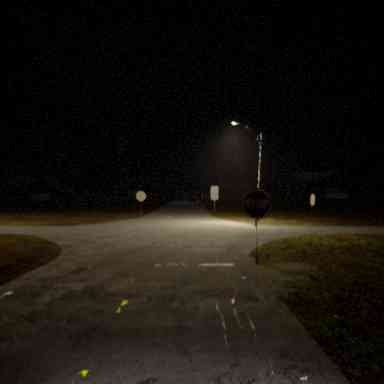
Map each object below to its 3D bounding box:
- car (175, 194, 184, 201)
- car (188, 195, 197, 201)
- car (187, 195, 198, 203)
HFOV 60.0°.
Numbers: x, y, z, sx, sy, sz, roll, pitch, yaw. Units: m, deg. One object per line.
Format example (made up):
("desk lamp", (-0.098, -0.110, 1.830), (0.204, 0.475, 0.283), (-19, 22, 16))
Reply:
("car", (-2.695, 1.068, 71.338), (2.033, 1.411, 5.357), (0, 0, 0))
("car", (0.060, 1.331, 77.163), (2.033, 1.411, 5.357), (0, 0, 0))
("car", (0.051, 1.424, 66.725), (2.128, 1.511, 4.902), (0, 0, 0))
